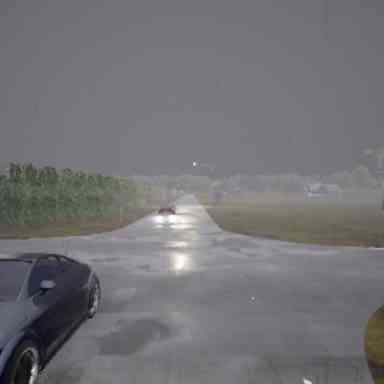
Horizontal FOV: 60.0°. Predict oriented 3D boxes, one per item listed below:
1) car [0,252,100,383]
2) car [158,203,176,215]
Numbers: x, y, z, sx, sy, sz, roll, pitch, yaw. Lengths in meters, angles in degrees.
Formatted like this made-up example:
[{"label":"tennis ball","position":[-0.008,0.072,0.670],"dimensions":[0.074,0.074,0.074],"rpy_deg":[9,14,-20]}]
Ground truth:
[{"label":"car","position":[-2.746,1.613,4.750],"dimensions":[1.994,1.385,4.181],"rpy_deg":[0,-1,0]},{"label":"car","position":[-2.769,1.860,37.286],"dimensions":[1.895,1.301,4.718],"rpy_deg":[0,0,0]}]
